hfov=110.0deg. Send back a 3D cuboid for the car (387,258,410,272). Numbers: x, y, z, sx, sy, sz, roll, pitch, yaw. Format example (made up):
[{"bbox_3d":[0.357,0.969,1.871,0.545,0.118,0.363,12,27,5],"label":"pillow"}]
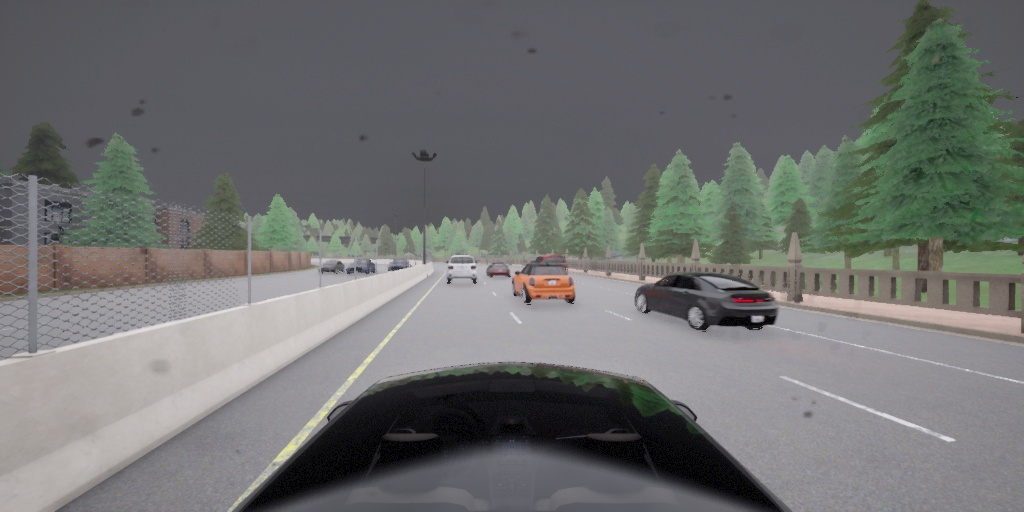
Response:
[{"bbox_3d":[-13.462,1.098,42.659,2.097,1.767,4.553,0,0,-10],"label":"car"}]

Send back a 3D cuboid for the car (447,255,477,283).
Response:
[{"bbox_3d":[-3.900,0.970,27.943,2.150,2.045,5.566,0,0,-8],"label":"car"}]

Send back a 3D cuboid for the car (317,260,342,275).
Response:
[{"bbox_3d":[-20.110,1.255,40.140,1.837,1.490,4.892,0,-1,-10],"label":"car"}]

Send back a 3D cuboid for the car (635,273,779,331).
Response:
[{"bbox_3d":[5.592,1.255,11.059,1.837,1.490,4.892,0,0,-8],"label":"car"}]

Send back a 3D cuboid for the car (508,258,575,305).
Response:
[{"bbox_3d":[1.291,1.100,16.407,2.097,1.767,4.553,0,0,-8],"label":"car"}]

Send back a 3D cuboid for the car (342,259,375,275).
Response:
[{"bbox_3d":[-16.380,1.100,38.938,2.097,1.767,4.553,0,0,-9],"label":"car"}]

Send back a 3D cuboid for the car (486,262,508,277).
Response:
[{"bbox_3d":[-1.384,1.310,35.038,1.994,1.385,4.181,0,0,-8],"label":"car"}]

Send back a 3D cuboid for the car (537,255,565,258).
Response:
[{"bbox_3d":[2.973,0.968,29.332,2.150,2.045,5.566,0,0,-8],"label":"car"}]
